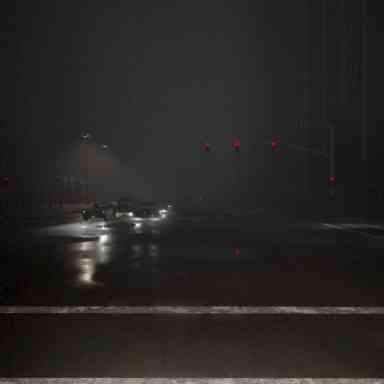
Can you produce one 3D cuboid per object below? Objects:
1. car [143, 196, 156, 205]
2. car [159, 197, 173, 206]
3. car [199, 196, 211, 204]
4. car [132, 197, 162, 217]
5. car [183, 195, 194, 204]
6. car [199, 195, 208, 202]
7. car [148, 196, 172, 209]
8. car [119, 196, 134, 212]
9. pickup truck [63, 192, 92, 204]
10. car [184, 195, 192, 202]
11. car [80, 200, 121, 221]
[{"bbox_3d":[-7.867,1.477,61.682,1.882,1.535,5.008,0,0,0],"label":"car"},{"bbox_3d":[-4.334,1.547,57.022,2.033,1.411,5.357,0,0,0],"label":"car"},{"bbox_3d":[2.757,1.491,64.870,2.128,1.511,4.902,0,0,-1],"label":"car"},{"bbox_3d":[-4.104,1.526,31.165,1.812,1.442,4.674,0,0,-1],"label":"car"},{"bbox_3d":[-0.749,1.352,65.456,2.097,1.767,4.553,0,0,-1],"label":"car"},{"bbox_3d":[2.555,1.524,75.254,1.812,1.442,4.674,0,0,-1],"label":"car"},{"bbox_3d":[-4.228,1.492,44.303,2.128,1.511,4.902,0,0,0],"label":"car"},{"bbox_3d":[-7.680,1.351,38.874,2.097,1.767,4.553,0,0,-1],"label":"car"},{"bbox_3d":[-20.918,1.059,60.092,2.390,2.098,6.274,0,0,30],"label":"pickup truck"},{"bbox_3d":[-0.947,1.478,75.459,1.882,1.535,5.008,0,0,-1],"label":"car"},{"bbox_3d":[-7.530,1.601,27.511,1.895,1.301,4.718,0,0,-1],"label":"car"}]
